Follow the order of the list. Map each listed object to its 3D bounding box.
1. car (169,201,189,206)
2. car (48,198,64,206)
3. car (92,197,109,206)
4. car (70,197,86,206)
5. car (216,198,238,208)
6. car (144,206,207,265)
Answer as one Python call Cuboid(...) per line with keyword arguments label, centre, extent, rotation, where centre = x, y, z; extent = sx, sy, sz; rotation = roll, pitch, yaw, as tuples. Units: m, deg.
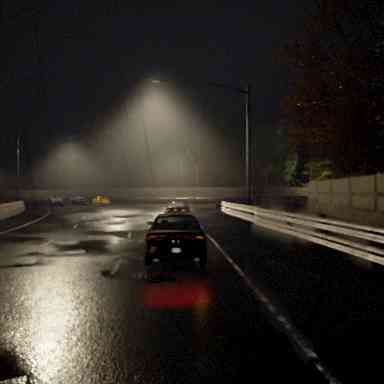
Cuboid(label="car", centre=(-1.138, 1.537, 29.339), extent=(2.033, 1.411, 5.357), rotation=(0, 0, 4))
Cuboid(label="car", centre=(-22.175, 1.657, 53.989), extent=(1.895, 1.301, 4.718), rotation=(0, 0, -31))
Cuboid(label="car", centre=(-15.529, 1.507, 56.410), extent=(1.882, 1.535, 5.008), rotation=(0, 0, -30))
Cuboid(label="car", centre=(-18.935, 1.535, 55.299), extent=(2.128, 1.511, 4.902), rotation=(0, 0, -30))
Cuboid(label="car", centre=(5.045, 1.521, 47.214), extent=(1.994, 1.385, 4.181), rotation=(0, 0, 31))
Cuboid(label="car", centre=(-0.581, 1.474, 11.745), extent=(1.882, 1.535, 5.008), rotation=(0, 0, -3))
